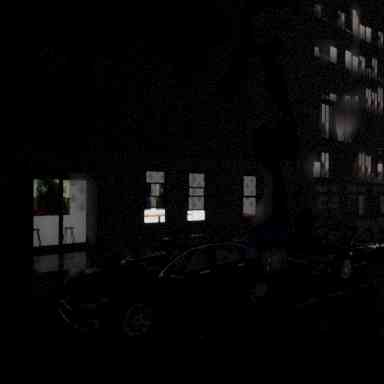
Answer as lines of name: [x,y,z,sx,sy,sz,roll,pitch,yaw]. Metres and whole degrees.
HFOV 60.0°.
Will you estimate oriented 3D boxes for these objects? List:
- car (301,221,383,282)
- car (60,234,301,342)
car: [4.444,1.550,9.677,4.403,1.369,2.008,0,0,-35]
car: [-0.191,1.551,6.401,4.403,1.369,2.008,0,0,-35]
